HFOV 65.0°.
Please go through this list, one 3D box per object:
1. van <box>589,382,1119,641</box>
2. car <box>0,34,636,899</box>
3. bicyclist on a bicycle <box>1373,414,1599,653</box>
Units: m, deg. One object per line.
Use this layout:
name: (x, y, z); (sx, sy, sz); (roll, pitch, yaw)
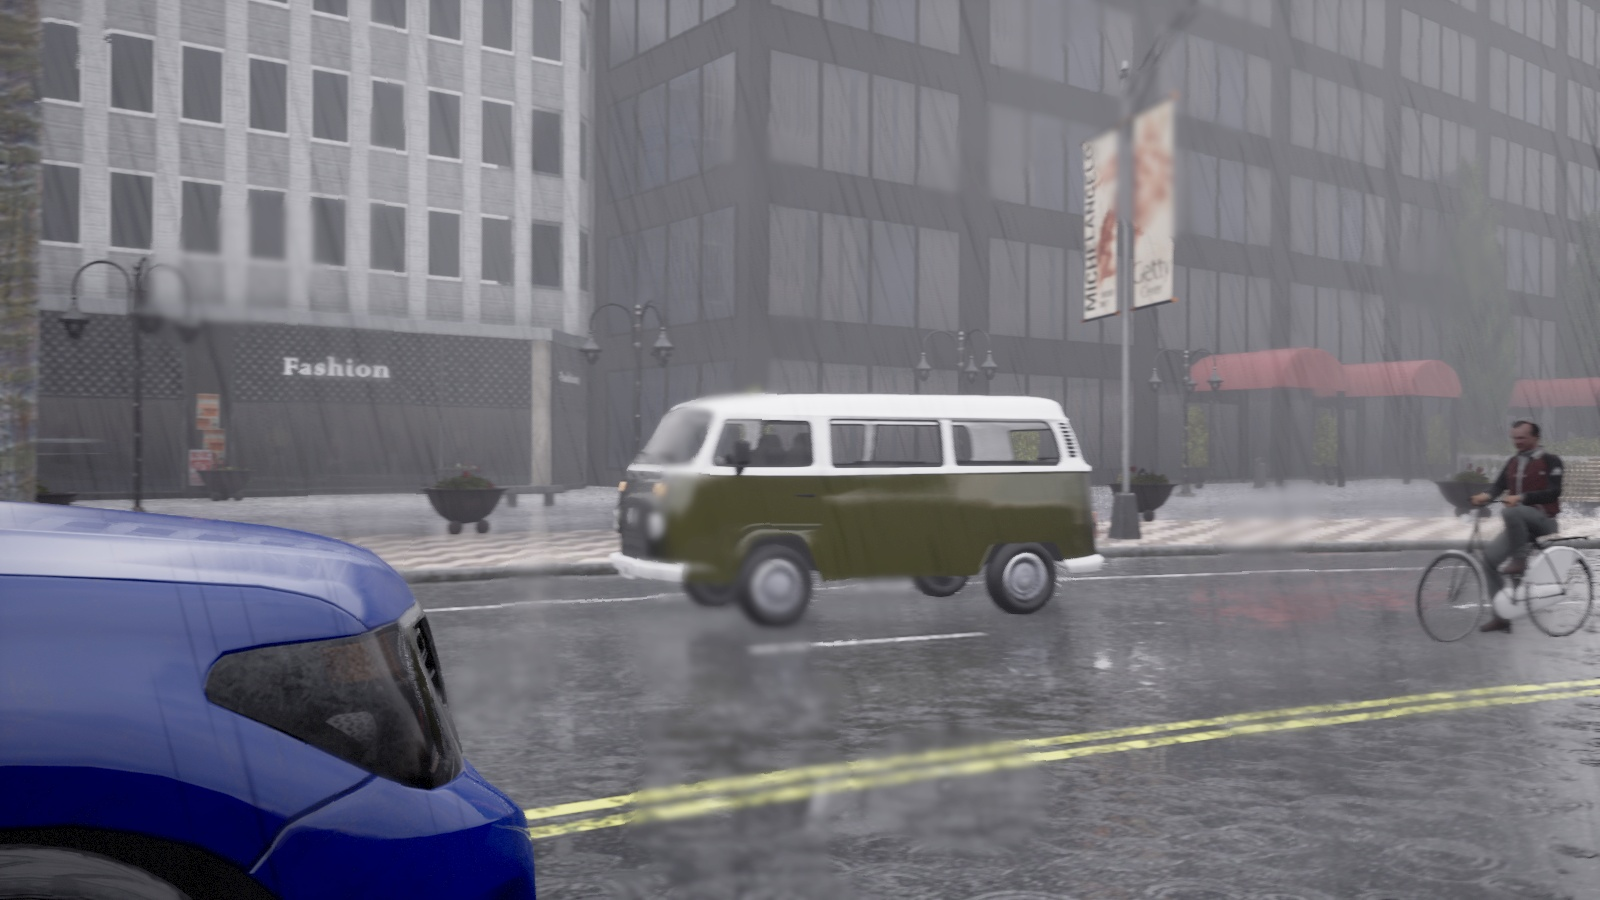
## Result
van: (0.488, 0.486, 11.704); (4.480, 2.038, 2.069); (0, 0, -23)
car: (-3.173, 0.471, 1.462); (5.566, 2.045, 2.150); (0, 0, -36)
bicyclist on a bicycle: (5.533, 0.623, 9.950); (1.843, 1.776, 0.659); (0, 0, -19)
